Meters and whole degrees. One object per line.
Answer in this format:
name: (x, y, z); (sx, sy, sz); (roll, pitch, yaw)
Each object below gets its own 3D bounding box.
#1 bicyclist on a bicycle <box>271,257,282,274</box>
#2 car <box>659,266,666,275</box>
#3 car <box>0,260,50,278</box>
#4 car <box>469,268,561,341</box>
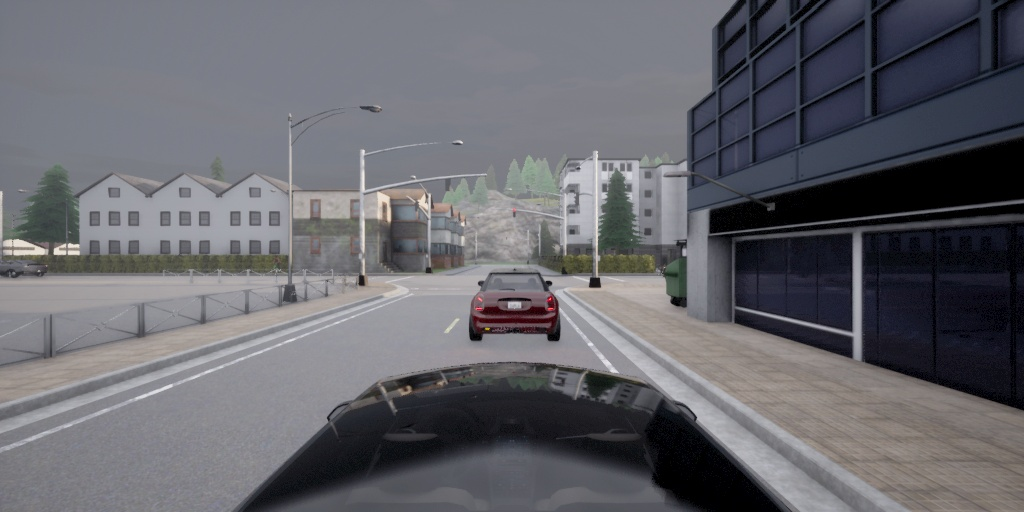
bicyclist on a bicycle: (-22.211, 0.874, 33.856); (0.582, 1.620, 1.656); (0, 0, 0)
car: (14.892, 1.051, 29.836); (5.008, 1.535, 1.882); (0, 0, 0)
car: (-42.102, 1.065, 30.105); (4.902, 1.511, 2.128); (0, 0, 0)
car: (0.085, 1.102, 10.014); (2.097, 1.767, 4.553); (0, 0, 1)
